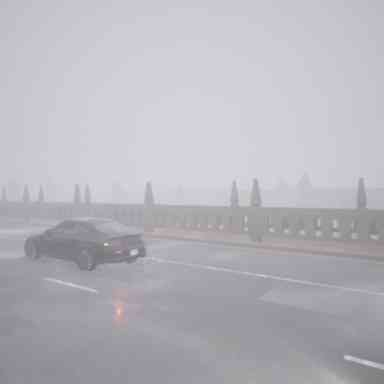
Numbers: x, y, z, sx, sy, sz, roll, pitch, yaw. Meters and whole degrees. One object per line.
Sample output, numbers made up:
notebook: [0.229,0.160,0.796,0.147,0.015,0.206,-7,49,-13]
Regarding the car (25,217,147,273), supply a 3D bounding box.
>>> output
car: [-3.523,1.551,10.805,4.674,1.442,1.812,0,0,35]
